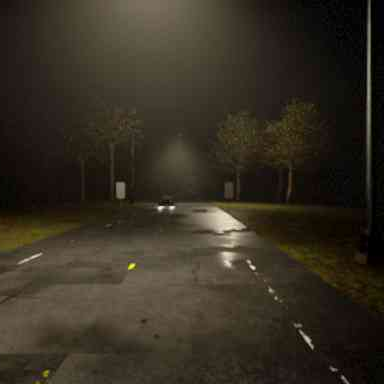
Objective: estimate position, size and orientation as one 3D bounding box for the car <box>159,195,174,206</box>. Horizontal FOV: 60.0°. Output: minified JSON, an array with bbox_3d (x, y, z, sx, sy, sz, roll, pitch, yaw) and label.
[{"bbox_3d":[-3.570,1.186,47.235,1.882,1.535,5.008,0,0,0],"label":"car"}]

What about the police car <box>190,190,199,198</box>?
[{"bbox_3d":[1.074,0.829,92.048,1.930,1.638,5.238,0,1,0],"label":"police car"}]
